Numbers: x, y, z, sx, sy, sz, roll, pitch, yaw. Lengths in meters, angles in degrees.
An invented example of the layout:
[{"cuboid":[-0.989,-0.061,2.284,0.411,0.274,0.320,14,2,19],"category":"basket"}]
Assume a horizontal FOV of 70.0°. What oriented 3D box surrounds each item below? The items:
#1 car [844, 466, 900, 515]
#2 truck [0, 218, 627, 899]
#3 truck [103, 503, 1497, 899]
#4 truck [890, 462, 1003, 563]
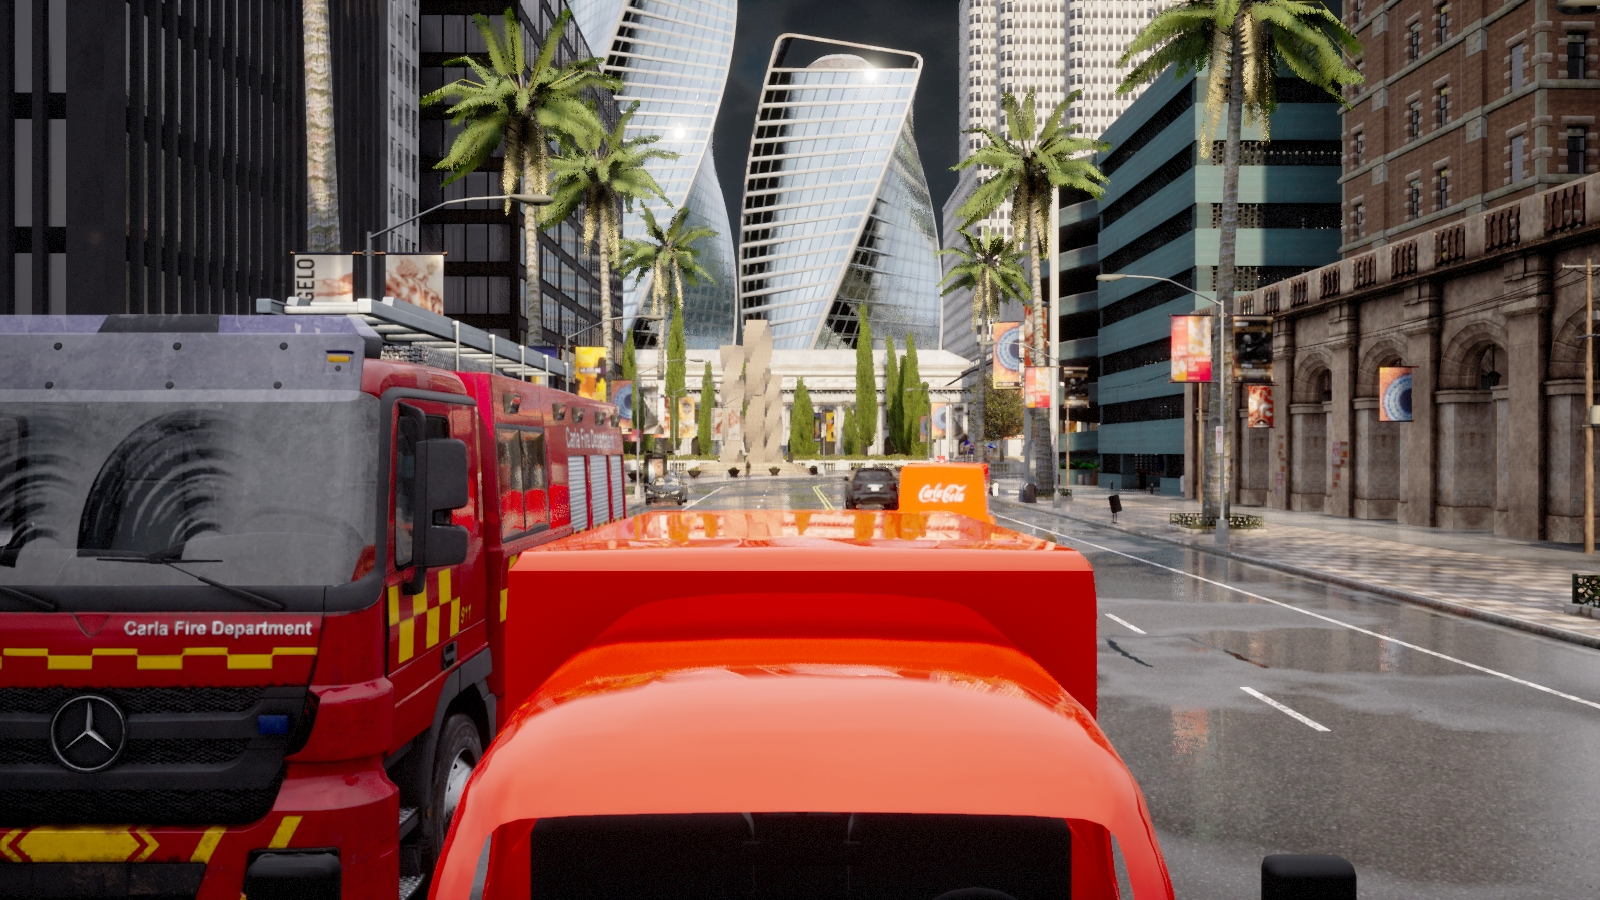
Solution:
[{"cuboid":[3.240,1.798,52.378,2.150,2.045,5.566,0,0,-1],"category":"car"},{"cuboid":[-3.491,0.895,9.272,2.891,3.827,8.468,0,0,0],"category":"truck"},{"cuboid":[-0.001,1.571,4.755,2.627,2.467,5.204,0,0,0],"category":"truck"},{"cuboid":[4.121,1.580,31.294,2.627,2.467,5.204,0,0,12],"category":"truck"}]
